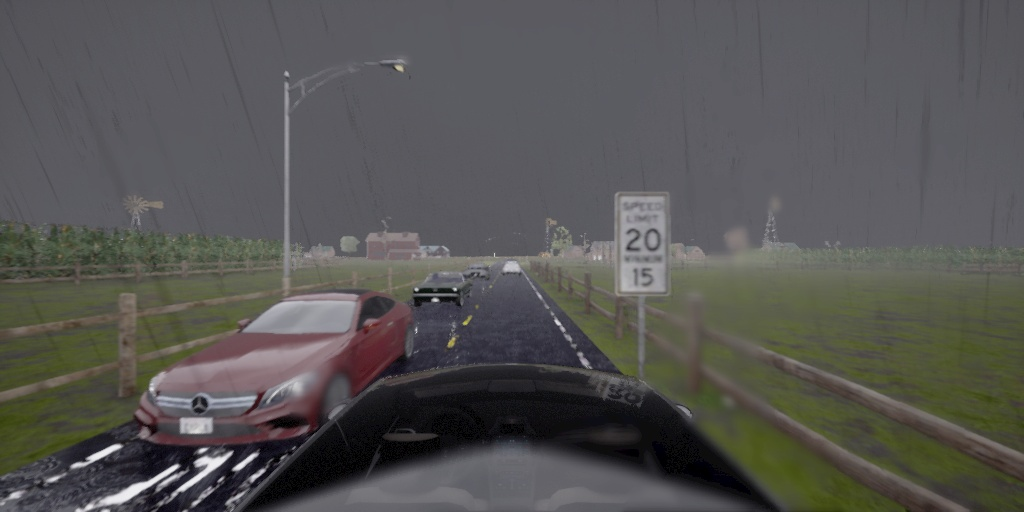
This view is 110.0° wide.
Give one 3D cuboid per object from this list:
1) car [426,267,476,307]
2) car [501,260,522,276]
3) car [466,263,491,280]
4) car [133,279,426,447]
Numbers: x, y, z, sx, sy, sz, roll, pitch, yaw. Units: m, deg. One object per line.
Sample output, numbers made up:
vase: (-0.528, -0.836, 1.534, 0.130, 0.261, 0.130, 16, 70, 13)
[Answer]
car: (-2.854, 1.340, 15.581, 1.895, 1.301, 4.718, 0, 0, 0)
car: (-0.014, 1.247, 37.169, 1.812, 1.442, 4.674, 0, 0, 0)
car: (-2.845, 1.292, 30.014, 1.994, 1.385, 4.181, 0, 0, 0)
car: (-2.849, 1.273, 5.567, 1.812, 1.442, 4.674, 0, 0, 0)
